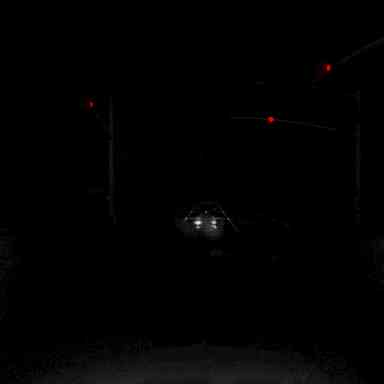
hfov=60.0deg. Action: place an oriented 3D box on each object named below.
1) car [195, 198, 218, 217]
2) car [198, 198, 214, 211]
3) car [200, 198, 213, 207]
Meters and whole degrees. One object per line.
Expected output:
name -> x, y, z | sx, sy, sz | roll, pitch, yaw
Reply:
car -> 1.349, 1.491, 31.492 | 1.812, 1.442, 4.674 | 0, 0, 3
car -> 1.776, 1.470, 40.647 | 1.837, 1.490, 4.892 | 0, 0, 3
car -> 2.265, 1.566, 50.784 | 1.895, 1.301, 4.718 | 0, 0, 3
